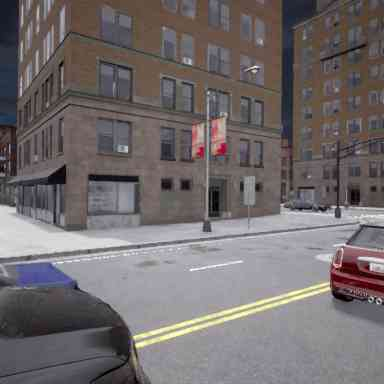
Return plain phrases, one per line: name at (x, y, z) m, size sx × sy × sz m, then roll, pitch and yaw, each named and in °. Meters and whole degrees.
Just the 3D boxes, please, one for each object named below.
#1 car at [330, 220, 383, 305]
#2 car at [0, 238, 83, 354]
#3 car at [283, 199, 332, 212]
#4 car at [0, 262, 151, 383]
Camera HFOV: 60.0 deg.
car at (4.991, 1.355, 7.085) m, size 4.553 × 1.767 × 2.097 m, roll 0°, pitch 0°, yaw -36°
car at (-4.209, 1.601, 4.682) m, size 4.718 × 1.301 × 1.895 m, roll 0°, pitch 0°, yaw -36°
car at (12.877, 1.469, 37.443) m, size 2.033 × 1.411 × 5.357 m, roll 1°, pitch 0°, yaw -36°
car at (-2.828, 1.221, 1.419) m, size 5.566 × 2.045 × 2.150 m, roll 0°, pitch 0°, yaw -36°
